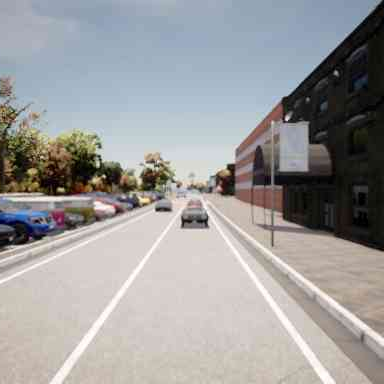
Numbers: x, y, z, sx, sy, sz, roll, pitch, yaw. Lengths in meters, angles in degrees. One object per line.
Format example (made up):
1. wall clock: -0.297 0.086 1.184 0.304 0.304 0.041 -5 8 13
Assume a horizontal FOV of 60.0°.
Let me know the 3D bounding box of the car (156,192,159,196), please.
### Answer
1. car: -8.936 1.280 60.614 4.792 1.488 2.163 0 1 0

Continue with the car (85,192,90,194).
1. car: -21.529 1.250 60.626 5.008 1.535 2.097 0 1 0

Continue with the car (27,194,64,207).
1. car: -21.645 1.237 49.207 4.553 1.767 2.185 0 1 0

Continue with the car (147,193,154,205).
1. car: -8.859 1.359 49.311 5.366 1.575 1.946 0 1 0

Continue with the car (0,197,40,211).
1. car: -21.680 1.446 40.863 4.892 1.521 2.231 0 1 0

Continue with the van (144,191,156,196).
1. van: -9.102 1.053 57.788 4.442 1.987 1.878 0 1 0

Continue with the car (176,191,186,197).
1. car: -2.481 0.665 79.368 2.150 2.045 5.566 0 1 1

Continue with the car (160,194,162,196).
1. car: -8.923 1.235 66.266 4.674 1.452 2.002 0 1 0

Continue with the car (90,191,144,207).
1. car: -9.133 1.195 40.834 5.566 2.045 2.435 0 1 0

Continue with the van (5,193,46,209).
1. van: -21.769 1.191 43.687 4.442 1.987 1.878 0 0 0

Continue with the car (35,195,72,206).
1. car: -21.589 1.335 52.031 5.008 1.535 2.097 0 1 0

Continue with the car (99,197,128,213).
1. car: -9.159 1.529 32.359 5.008 1.535 2.097 0 1 0

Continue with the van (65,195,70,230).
1. van: -9.380 1.317 18.213 4.442 1.987 1.878 0 0 0

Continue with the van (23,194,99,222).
1. van: -9.341 1.356 23.743 4.442 1.987 1.878 0 0 0

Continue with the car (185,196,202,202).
1. car: 0.345 1.541 41.572 1.994 1.385 4.181 0 1 1

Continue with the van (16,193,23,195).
1. van: -21.812 1.247 38.037 4.442 1.987 1.878 0 1 0

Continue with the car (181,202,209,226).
1. car: 0.197 1.669 23.951 1.895 1.301 4.718 0 0 0

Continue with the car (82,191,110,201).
1. car: -21.412 0.855 74.617 5.566 2.045 2.435 0 1 0

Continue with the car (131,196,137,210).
1. car: -9.127 1.514 38.011 4.674 1.452 2.002 0 1 0

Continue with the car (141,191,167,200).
1. car: -8.818 0.822 77.565 5.566 2.045 2.435 0 1 0

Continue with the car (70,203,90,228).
1. car: -9.246 1.605 21.035 4.674 1.452 2.002 0 0 0

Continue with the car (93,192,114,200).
1. car: -21.337 0.908 80.397 4.553 1.767 2.185 0 0 0

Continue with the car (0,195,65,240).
1. car: -9.255 1.270 15.387 5.566 2.045 2.435 0 0 0

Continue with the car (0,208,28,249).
1. car: -9.309 1.499 12.559 5.008 1.535 2.097 0 0 0

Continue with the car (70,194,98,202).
1. car: -21.491 1.195 66.274 4.892 1.521 2.231 0 1 0

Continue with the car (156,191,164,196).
1. car: -8.880 1.136 71.916 5.008 1.535 2.097 0 1 0

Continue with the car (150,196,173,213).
1. car: -3.138 1.551 38.097 2.033 1.411 5.357 0 0 1

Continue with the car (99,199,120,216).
1. car: -9.181 1.597 29.534 4.674 1.452 2.002 0 1 0

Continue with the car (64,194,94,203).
1. car: -21.509 1.222 63.450 5.008 1.535 2.097 0 1 0

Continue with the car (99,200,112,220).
1. car: -9.206 1.620 26.700 4.674 1.452 2.002 0 1 0

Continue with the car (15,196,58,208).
1. car: -21.639 1.391 46.385 5.008 1.535 2.097 0 1 0

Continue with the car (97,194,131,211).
1. car: -9.176 1.376 35.184 4.553 1.767 2.185 0 1 0

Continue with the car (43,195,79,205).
1. car: -21.579 1.307 54.855 5.008 1.535 2.097 0 1 0

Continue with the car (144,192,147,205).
1. car: -9.096 1.264 46.486 4.553 1.767 2.185 0 1 0
